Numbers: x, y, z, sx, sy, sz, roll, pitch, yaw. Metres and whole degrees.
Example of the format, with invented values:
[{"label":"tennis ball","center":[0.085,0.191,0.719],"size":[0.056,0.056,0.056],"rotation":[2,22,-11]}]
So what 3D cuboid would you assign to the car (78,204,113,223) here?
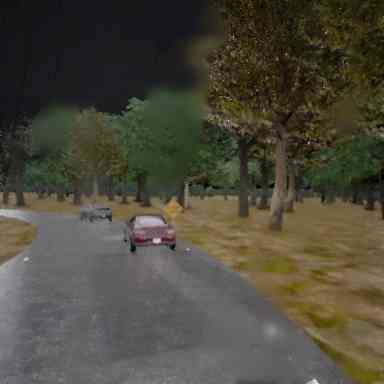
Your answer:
[{"label":"car","center":[-8.371,1.733,28.557],"size":[2.128,1.511,4.902],"rotation":[1,-1,-33]}]

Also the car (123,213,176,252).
[{"label":"car","center":[-1.949,1.665,14.655],"size":[1.812,1.442,4.674],"rotation":[0,0,-16]}]

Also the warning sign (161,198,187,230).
[{"label":"warning sign","center":[-1.142,1.317,20.441],"size":[1.300,1.860,1.060],"rotation":[-1,-1,-22]}]
